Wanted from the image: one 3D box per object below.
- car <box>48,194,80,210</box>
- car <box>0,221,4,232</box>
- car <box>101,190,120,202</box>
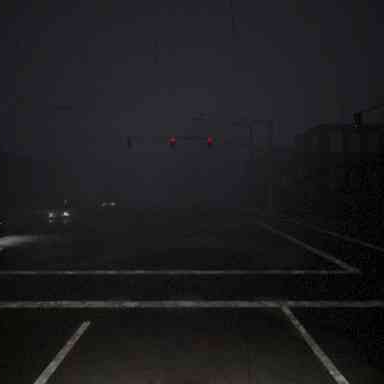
[{"bbox_3d":[-14.153,1.044,36.842,2.097,1.767,4.553,0,0,0],"label":"car"},{"bbox_3d":[-11.532,1.422,14.925,5.357,1.411,2.033,0,0,0],"label":"car"},{"bbox_3d":[-14.129,0.740,58.182,2.150,2.045,5.566,0,0,0],"label":"car"}]
